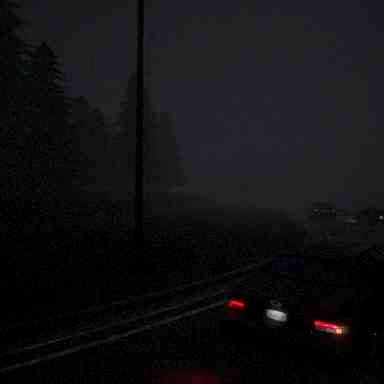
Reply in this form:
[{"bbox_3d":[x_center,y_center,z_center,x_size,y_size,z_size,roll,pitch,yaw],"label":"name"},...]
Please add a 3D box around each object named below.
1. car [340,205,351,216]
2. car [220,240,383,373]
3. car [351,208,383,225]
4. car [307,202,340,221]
[{"bbox_3d":[17.839,2.180,40.512,1.895,1.301,4.718,0,-1,11],"label":"car"},{"bbox_3d":[2.625,1.634,6.140,2.033,1.411,5.357,0,-1,39],"label":"car"},{"bbox_3d":[15.194,1.986,27.908,1.994,1.385,4.181,0,-1,12],"label":"car"},{"bbox_3d":[12.630,1.803,32.568,2.097,1.767,4.553,0,-1,12],"label":"car"}]
